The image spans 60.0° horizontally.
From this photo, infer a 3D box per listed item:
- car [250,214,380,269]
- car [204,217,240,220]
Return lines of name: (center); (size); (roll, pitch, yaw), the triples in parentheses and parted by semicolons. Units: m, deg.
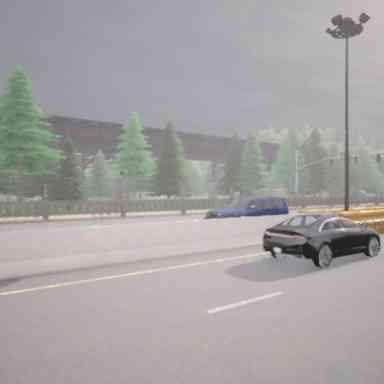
car: (4.504, 1.504, 11.259); (4.902, 1.511, 2.128); (0, 0, -35)
car: (3.288, 1.277, 19.113); (5.566, 2.045, 2.150); (0, 0, -36)
